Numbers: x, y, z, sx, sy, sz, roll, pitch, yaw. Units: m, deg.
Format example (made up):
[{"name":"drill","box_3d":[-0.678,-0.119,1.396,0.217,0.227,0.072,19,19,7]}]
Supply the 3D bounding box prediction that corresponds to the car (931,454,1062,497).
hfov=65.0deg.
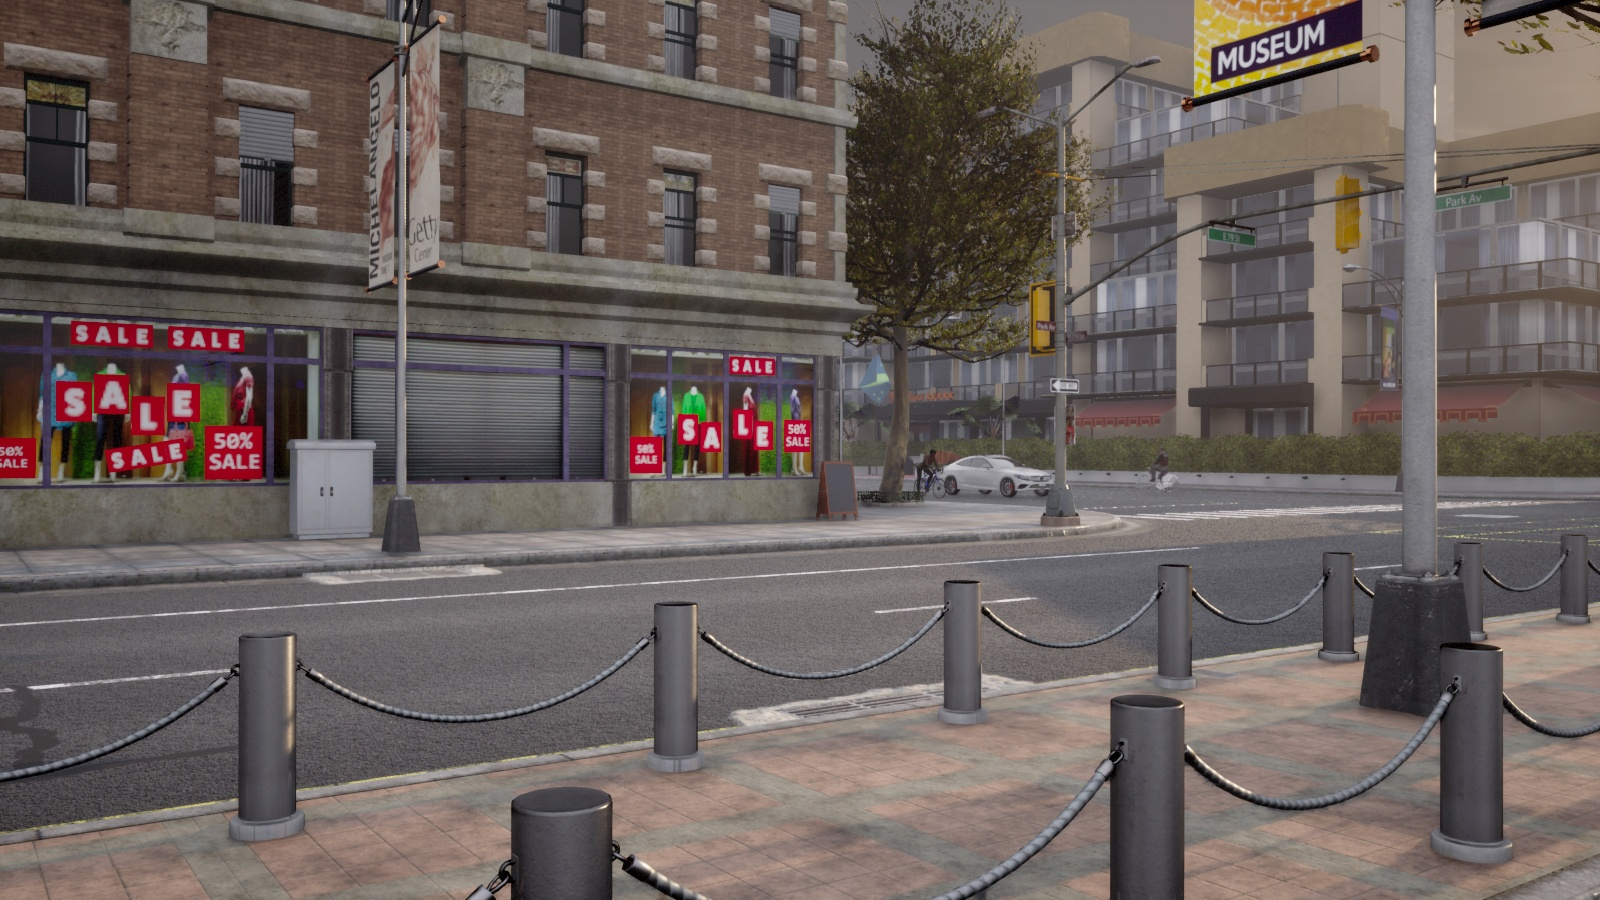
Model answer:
[{"name":"car","box_3d":[6.844,0.864,44.275,1.812,1.442,4.674,0,0,-35]}]

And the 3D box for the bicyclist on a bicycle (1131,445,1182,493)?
[{"name":"bicyclist on a bicycle","box_3d":[13.367,0.702,47.167,0.659,1.776,1.843,0,0,-35]}]

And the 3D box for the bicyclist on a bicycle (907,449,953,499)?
[{"name":"bicyclist on a bicycle","box_3d":[4.320,0.791,41.780,0.582,1.620,1.656,0,0,-35]}]
